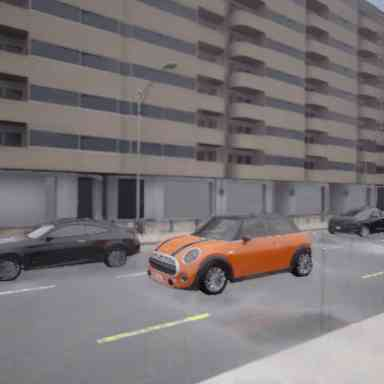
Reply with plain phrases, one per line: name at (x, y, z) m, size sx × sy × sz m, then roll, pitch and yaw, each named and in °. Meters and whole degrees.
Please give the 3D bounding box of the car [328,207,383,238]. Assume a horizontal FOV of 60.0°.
car at (9.792, 1.653, 18.889) m, size 5.008 × 1.535 × 1.882 m, roll 1°, pitch 0°, yaw -33°

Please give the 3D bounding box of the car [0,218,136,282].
car at (-3.783, 1.533, 9.816) m, size 4.674 × 1.442 × 1.812 m, roll 1°, pitch 0°, yaw -34°

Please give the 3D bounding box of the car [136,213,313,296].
car at (1.113, 1.400, 8.907) m, size 4.553 × 1.767 × 2.097 m, roll 1°, pitch 0°, yaw -34°
